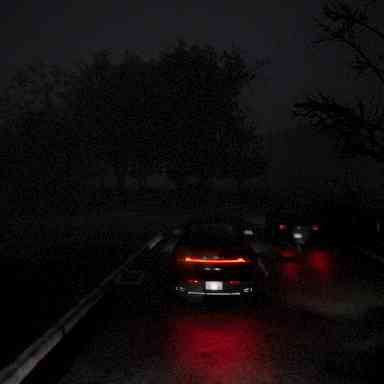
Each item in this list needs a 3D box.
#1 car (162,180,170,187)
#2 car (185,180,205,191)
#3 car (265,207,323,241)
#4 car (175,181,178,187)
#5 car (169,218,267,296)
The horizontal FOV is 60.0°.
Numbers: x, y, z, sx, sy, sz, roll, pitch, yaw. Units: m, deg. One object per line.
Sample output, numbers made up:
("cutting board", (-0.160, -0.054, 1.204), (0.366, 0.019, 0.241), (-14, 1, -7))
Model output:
("car", (-6.553, -2.244, 83.428), (2.097, 1.767, 4.553), (0, 1, -5))
("car", (0.895, -0.979, 56.595), (4.892, 1.490, 1.837), (2, 3, 34))
("car", (4.447, 1.338, 15.206), (1.895, 1.301, 4.718), (0, 2, 7))
("car", (-3.300, -2.064, 83.580), (1.994, 1.385, 4.181), (0, 1, -5))
("car", (0.533, 1.416, 8.481), (1.837, 1.490, 4.892), (0, 1, 3))
